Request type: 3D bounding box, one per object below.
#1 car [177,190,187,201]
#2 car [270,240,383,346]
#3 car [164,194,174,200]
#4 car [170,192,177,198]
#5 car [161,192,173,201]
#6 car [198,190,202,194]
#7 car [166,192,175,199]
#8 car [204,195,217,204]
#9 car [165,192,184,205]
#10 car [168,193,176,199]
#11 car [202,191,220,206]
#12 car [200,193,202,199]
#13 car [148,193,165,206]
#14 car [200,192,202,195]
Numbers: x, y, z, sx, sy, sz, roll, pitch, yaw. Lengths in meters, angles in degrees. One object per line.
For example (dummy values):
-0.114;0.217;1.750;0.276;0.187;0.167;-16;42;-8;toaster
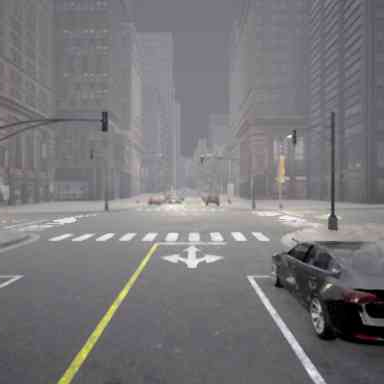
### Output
-2.624;0.990;68.386;2.097;1.767;4.553;0;0;0;car
2.767;1.546;6.312;1.947;1.339;4.313;0;0;0;car
-5.320;1.142;77.385;1.802;1.307;4.206;1;0;0;car
-5.211;0.838;94.005;1.967;1.590;4.097;1;1;0;car
-5.354;0.922;71.843;2.192;1.841;5.009;1;0;0;car
3.242;0.950;82.875;1.967;1.590;4.097;1;1;0;car
-5.283;0.950;82.925;1.967;1.590;4.097;1;1;0;car
3.062;1.271;55.171;1.887;1.381;4.507;0;0;0;car
-2.780;1.231;53.235;2.128;1.511;4.902;0;0;1;car
-5.249;0.983;88.296;1.752;1.417;4.829;1;1;0;car
3.028;1.077;49.630;2.192;1.841;5.009;0;0;0;car
3.133;1.216;66.252;1.947;1.339;4.313;1;0;0;car
-5.499;1.306;49.684;1.887;1.381;4.507;0;0;0;car
3.171;1.131;71.963;1.752;1.417;4.829;1;0;0;car
